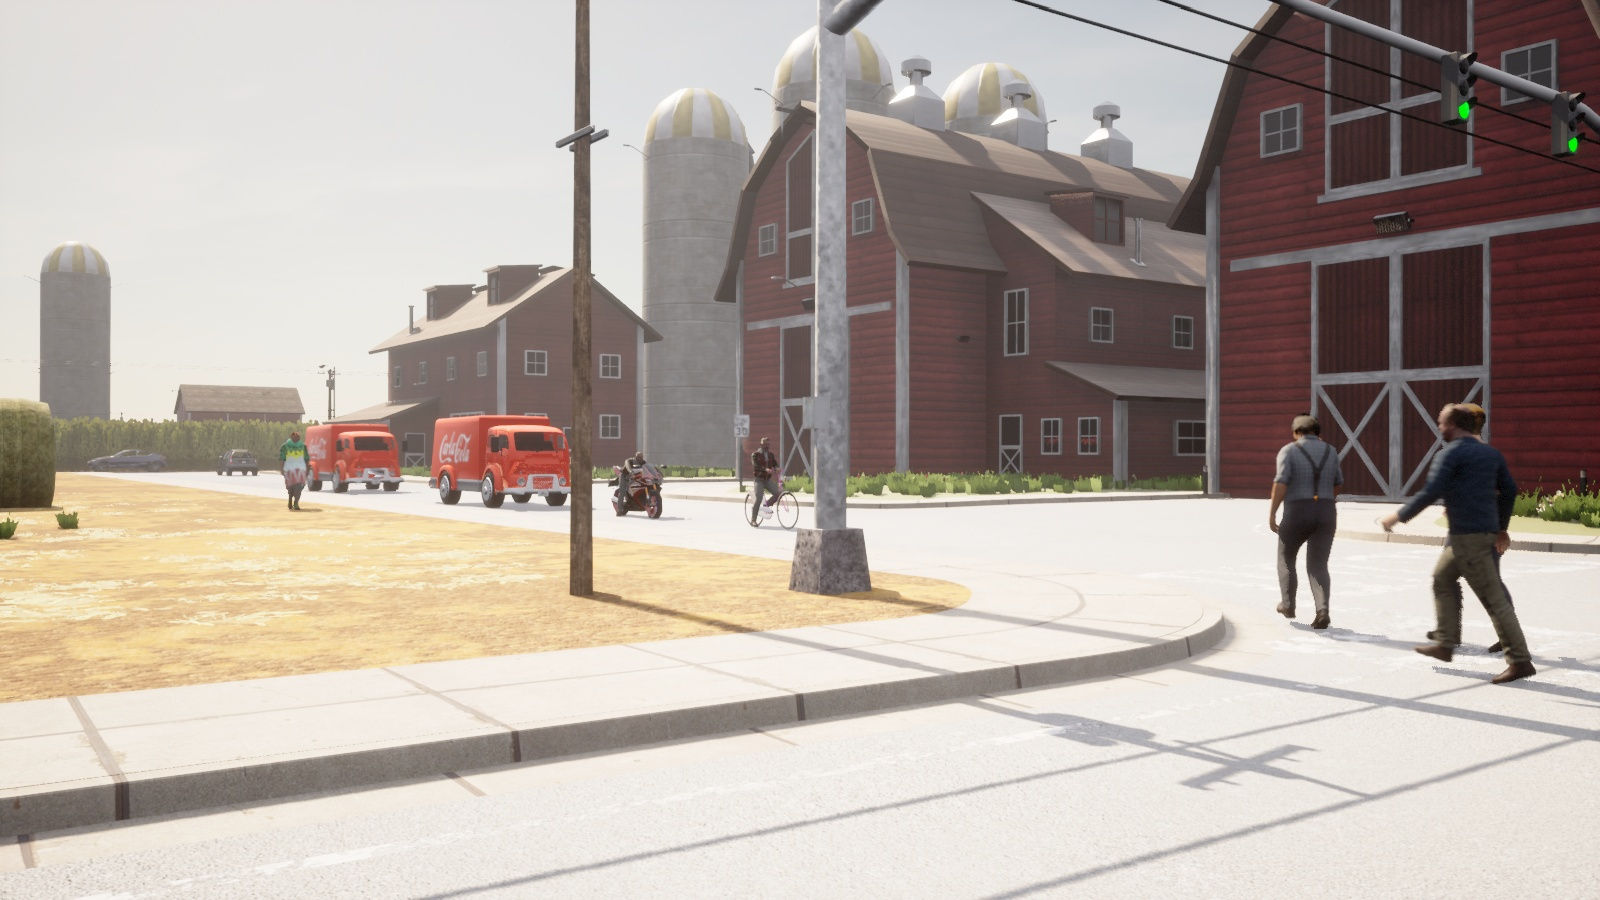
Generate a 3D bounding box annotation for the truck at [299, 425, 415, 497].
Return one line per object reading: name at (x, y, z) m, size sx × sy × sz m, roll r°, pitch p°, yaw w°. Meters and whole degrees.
truck at (-16.302, 0.365, 46.013) m, size 2.627 × 2.467 × 5.204 m, roll 0°, pitch 0°, yaw -36°

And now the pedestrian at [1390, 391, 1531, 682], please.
pedestrian at (4.399, 0.550, 8.384) m, size 0.402 × 1.842 × 0.726 m, roll 0°, pitch 0°, yaw -34°

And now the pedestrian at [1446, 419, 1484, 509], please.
pedestrian at (13.978, 0.292, 26.385) m, size 0.634 × 1.844 × 0.899 m, roll 0°, pitch 0°, yaw 33°

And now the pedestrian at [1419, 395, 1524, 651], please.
pedestrian at (5.006, 0.526, 9.379) m, size 0.345 × 1.836 × 0.594 m, roll 0°, pitch 0°, yaw -26°

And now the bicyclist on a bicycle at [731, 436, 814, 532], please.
bicyclist on a bicycle at (-0.547, 0.644, 24.227) m, size 0.659 × 1.776 × 1.843 m, roll 0°, pitch -1°, yaw -36°

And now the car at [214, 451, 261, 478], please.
car at (-34.744, 0.879, 77.491) m, size 1.851 × 1.617 × 3.988 m, roll 0°, pitch 0°, yaw -36°

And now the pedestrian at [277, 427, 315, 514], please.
pedestrian at (-11.441, 0.460, 28.492) m, size 0.659 × 1.952 × 0.873 m, roll 0°, pitch 0°, yaw -32°

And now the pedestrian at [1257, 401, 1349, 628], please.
pedestrian at (4.241, 0.529, 10.623) m, size 0.540 × 1.848 × 0.694 m, roll 0°, pitch 0°, yaw 5°

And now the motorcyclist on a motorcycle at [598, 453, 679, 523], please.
motorcyclist on a motorcycle at (-3.696, 0.831, 28.585) m, size 0.866 × 1.530 × 2.191 m, roll 0°, pitch 0°, yaw -36°

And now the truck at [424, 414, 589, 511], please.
truck at (-8.225, 0.334, 34.843) m, size 2.627 × 2.467 × 5.204 m, roll 0°, pitch 0°, yaw -36°
